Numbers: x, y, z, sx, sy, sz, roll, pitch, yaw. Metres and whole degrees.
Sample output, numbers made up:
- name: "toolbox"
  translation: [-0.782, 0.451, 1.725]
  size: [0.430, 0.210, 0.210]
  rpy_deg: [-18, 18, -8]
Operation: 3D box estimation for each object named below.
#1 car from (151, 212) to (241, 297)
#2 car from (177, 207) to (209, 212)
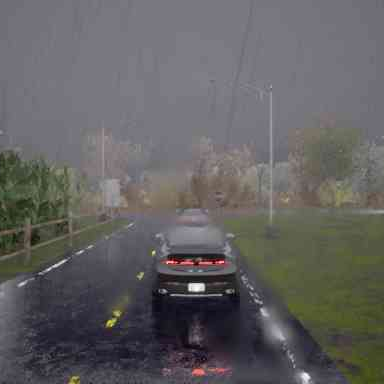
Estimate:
- name: "car"
  translation: [0.081, 1.502, 8.523]
  size: [1.837, 1.490, 4.892]
  rpy_deg: [0, 0, 0]
- name: "car"
  translation: [0.063, 1.557, 19.050]
  size: [1.994, 1.385, 4.181]
  rpy_deg: [0, 0, -1]
